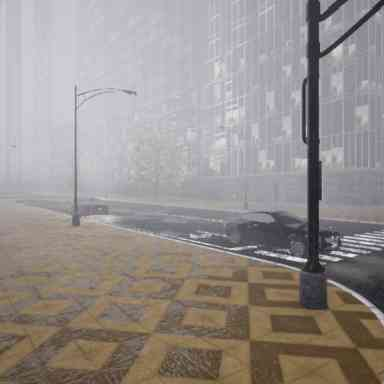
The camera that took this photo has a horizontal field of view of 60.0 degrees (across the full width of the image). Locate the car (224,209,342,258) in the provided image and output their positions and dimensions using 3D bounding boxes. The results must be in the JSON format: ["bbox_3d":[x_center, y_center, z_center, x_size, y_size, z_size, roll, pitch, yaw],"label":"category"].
[{"bbox_3d":[3.183,1.400,12.564,1.812,1.442,4.674,0,1,-38],"label":"car"}]

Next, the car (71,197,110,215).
[{"bbox_3d":[-8.341,1.089,27.262,1.994,1.385,4.181,0,1,-38],"label":"car"}]
